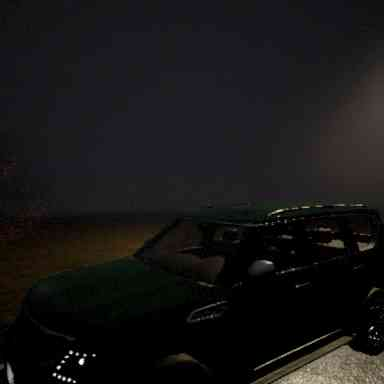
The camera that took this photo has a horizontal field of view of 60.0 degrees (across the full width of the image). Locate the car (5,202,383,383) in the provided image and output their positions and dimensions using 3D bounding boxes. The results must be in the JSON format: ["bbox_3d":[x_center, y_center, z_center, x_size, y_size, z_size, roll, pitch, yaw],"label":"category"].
[{"bbox_3d":[0.683,1.205,4.478,5.566,2.045,2.150,0,0,-35],"label":"car"}]
